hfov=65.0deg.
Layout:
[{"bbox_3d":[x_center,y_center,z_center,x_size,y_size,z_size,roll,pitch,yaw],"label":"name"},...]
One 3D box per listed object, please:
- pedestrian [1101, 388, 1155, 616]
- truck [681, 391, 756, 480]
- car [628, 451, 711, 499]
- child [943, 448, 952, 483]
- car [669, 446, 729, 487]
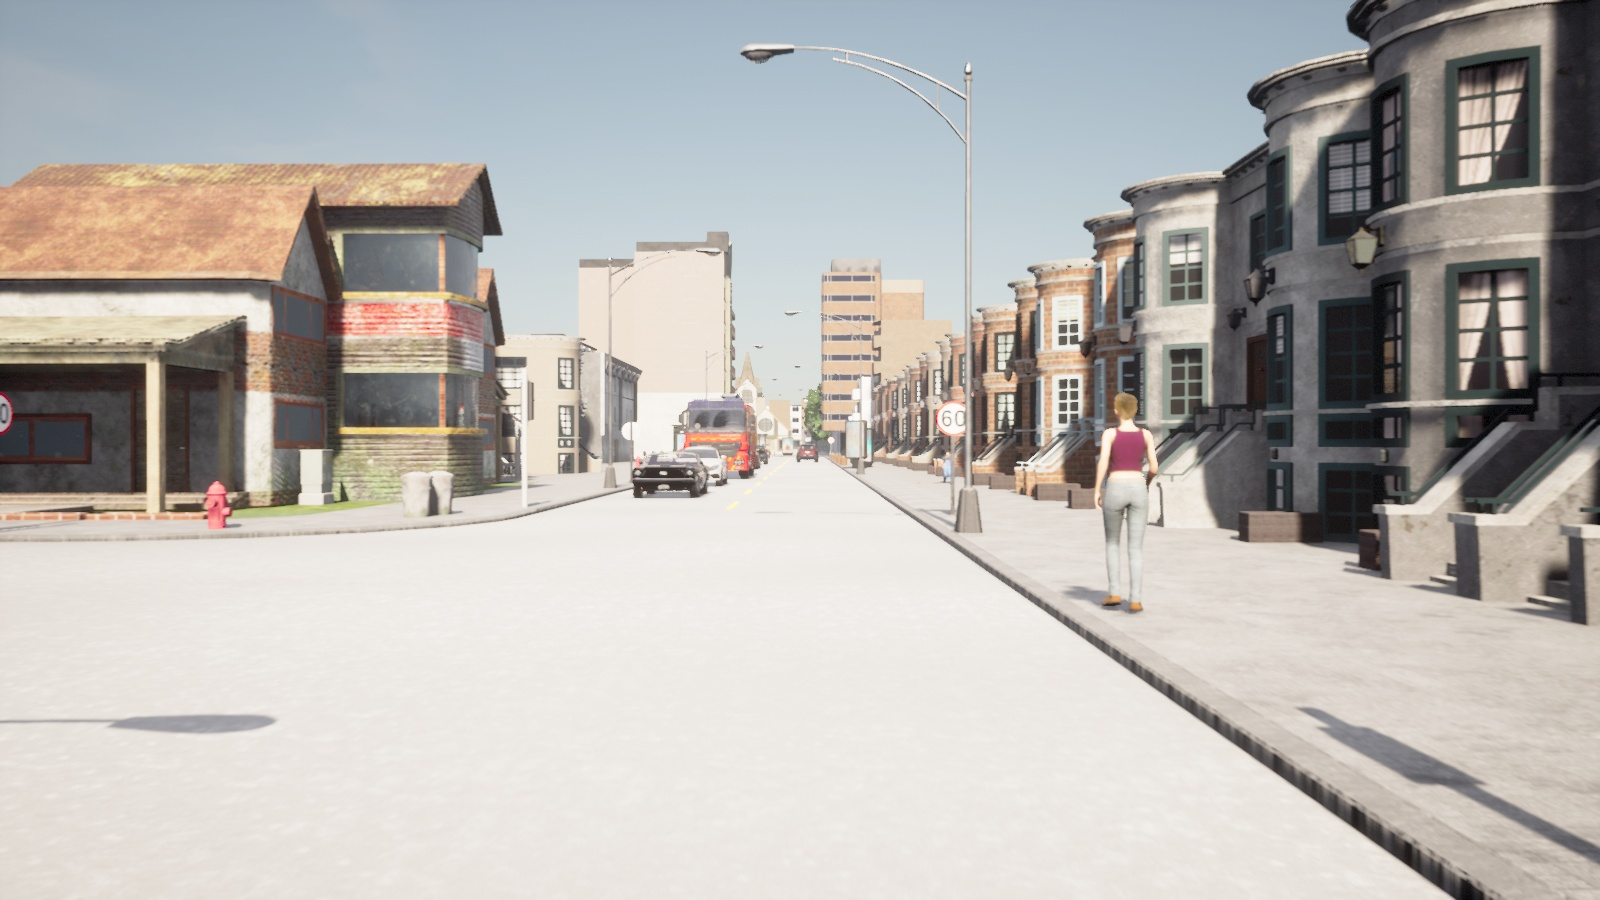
[{"bbox_3d":[2.722,0.418,10.455,0.345,1.836,0.594,0,0,6],"label":"pedestrian"},{"bbox_3d":[-3.644,-0.645,58.341,2.891,3.827,8.468,0,0,0],"label":"truck"},{"bbox_3d":[-3.772,0.702,37.003,1.895,1.301,4.718,0,0,1],"label":"car"},{"bbox_3d":[5.316,0.556,45.199,0.270,1.263,0.437,0,0,-1],"label":"child"},{"bbox_3d":[-3.716,0.590,46.795,1.812,1.442,4.674,0,0,0],"label":"car"}]
